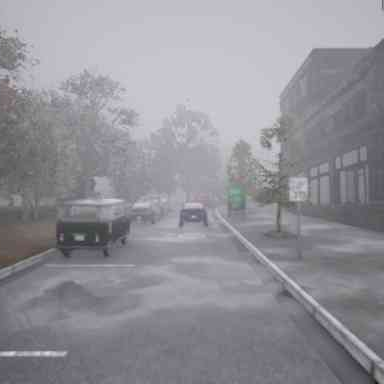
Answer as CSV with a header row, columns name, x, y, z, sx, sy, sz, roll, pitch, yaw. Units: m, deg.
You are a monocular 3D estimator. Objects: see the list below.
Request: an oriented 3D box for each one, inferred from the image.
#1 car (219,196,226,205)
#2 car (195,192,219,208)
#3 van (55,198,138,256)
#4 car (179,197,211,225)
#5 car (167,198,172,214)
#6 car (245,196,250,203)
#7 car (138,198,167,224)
name,x,y,z,sx,sy,sz,roll,pitch,yaw
car,3.414,1.466,57.360,2.231,1.521,4.892,-2,-1,29
car,1.621,1.045,42.601,2.150,2.045,5.566,-1,0,12
van,-3.626,1.247,13.147,1.878,1.987,4.442,1,0,2
car,0.115,1.427,23.979,1.882,1.535,5.008,0,1,0
car,-3.401,1.288,30.109,2.185,1.767,4.553,-1,1,2
car,10.381,1.618,66.554,2.231,1.521,4.892,-4,-3,42
car,-3.403,1.443,24.400,2.231,1.521,4.892,0,0,2
